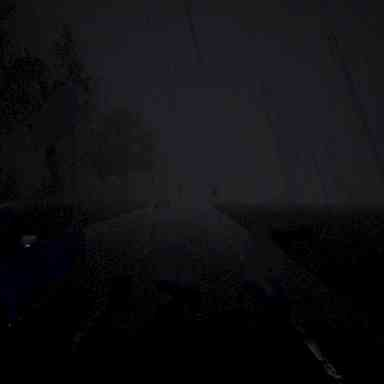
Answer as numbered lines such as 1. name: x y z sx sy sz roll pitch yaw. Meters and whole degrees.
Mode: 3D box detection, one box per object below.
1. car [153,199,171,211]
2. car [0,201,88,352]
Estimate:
1. car: -3.573 1.508 40.988 2.033 1.411 5.357 0 0 0
2. car: -3.600 1.217 5.901 2.150 2.045 5.566 0 0 0
